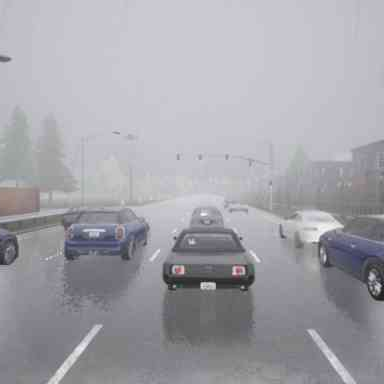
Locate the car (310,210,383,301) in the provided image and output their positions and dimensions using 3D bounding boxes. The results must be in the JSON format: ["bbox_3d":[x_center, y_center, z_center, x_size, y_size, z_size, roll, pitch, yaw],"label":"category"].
[{"bbox_3d":[4.858,1.346,8.433,2.097,1.767,4.553,0,0,2],"label":"car"}]

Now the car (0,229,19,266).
[{"bbox_3d":[-6.590,1.346,8.688,2.097,1.767,4.553,0,0,2],"label":"car"}]

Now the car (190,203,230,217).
[{"bbox_3d":[0.843,1.536,18.985,2.033,1.411,5.357,0,0,2],"label":"car"}]

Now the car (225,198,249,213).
[{"bbox_3d":[5.019,1.579,36.440,1.895,1.301,4.718,0,0,3],"label":"car"}]

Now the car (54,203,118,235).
[{"bbox_3d":[-6.121,1.481,19.985,2.128,1.511,4.902,0,0,2],"label":"car"}]

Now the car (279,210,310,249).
[{"bbox_3d":[5.109,1.517,14.458,1.812,1.442,4.674,0,0,2],"label":"car"}]

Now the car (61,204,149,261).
[{"bbox_3d":[-2.934,1.344,12.405,2.097,1.767,4.553,0,0,2],"label":"car"}]

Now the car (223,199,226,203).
[{"bbox_3d":[5.386,1.520,46.331,2.033,1.411,5.357,0,0,2],"label":"car"}]

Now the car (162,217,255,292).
[{"bbox_3d":[0.423,1.596,8.886,1.895,1.301,4.718,0,0,2],"label":"car"}]
